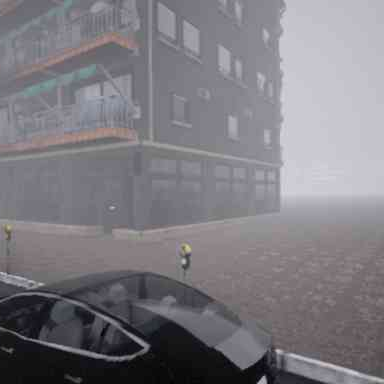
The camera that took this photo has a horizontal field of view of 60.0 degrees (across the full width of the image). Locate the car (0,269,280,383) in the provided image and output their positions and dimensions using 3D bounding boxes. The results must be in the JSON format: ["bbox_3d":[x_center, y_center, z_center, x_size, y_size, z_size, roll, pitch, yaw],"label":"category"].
[{"bbox_3d":[-1.196,1.579,3.729,4.313,1.339,1.947,0,0,36],"label":"car"}]
